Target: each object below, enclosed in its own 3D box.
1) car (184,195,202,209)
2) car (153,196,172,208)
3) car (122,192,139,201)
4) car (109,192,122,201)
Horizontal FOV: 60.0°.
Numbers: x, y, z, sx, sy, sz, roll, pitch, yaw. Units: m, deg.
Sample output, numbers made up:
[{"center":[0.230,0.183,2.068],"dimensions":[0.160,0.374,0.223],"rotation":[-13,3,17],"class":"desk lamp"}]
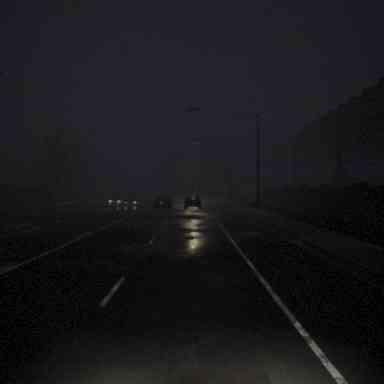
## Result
[{"center":[0.100,1.089,38.588],"dimensions":[2.128,1.511,4.902],"rotation":[0,1,0],"class":"car"},{"center":[-3.399,1.155,39.173],"dimensions":[1.994,1.385,4.181],"rotation":[0,1,0],"class":"car"},{"center":[-10.534,0.859,58.699],"dimensions":[1.837,1.490,4.892],"rotation":[0,1,1],"class":"car"},{"center":[-14.011,0.823,61.740],"dimensions":[1.837,1.490,4.892],"rotation":[0,1,0],"class":"car"}]
